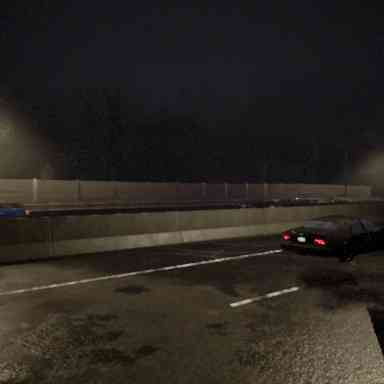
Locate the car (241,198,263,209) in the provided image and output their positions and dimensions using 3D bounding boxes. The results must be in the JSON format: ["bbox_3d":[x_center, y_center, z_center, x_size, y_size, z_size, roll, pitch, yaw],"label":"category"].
[{"bbox_3d":[7.972,1.505,39.761,4.902,1.511,2.128,0,0,-35],"label":"car"}]

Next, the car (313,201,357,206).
[{"bbox_3d":[14.162,1.561,31.286,5.357,1.411,2.033,0,0,-35],"label":"car"}]

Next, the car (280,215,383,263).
[{"bbox_3d":[5.506,1.549,11.974,5.357,1.411,2.033,0,0,-35],"label":"car"}]

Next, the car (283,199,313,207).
[{"bbox_3d":[11.655,1.577,33.793,4.181,1.385,1.994,0,0,-35],"label":"car"}]

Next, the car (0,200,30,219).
[{"bbox_3d":[-12.669,1.352,20.753,4.553,1.767,2.097,0,0,-36],"label":"car"}]

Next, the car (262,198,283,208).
[{"bbox_3d":[10.649,1.506,37.373,4.902,1.511,2.128,0,0,-35],"label":"car"}]
